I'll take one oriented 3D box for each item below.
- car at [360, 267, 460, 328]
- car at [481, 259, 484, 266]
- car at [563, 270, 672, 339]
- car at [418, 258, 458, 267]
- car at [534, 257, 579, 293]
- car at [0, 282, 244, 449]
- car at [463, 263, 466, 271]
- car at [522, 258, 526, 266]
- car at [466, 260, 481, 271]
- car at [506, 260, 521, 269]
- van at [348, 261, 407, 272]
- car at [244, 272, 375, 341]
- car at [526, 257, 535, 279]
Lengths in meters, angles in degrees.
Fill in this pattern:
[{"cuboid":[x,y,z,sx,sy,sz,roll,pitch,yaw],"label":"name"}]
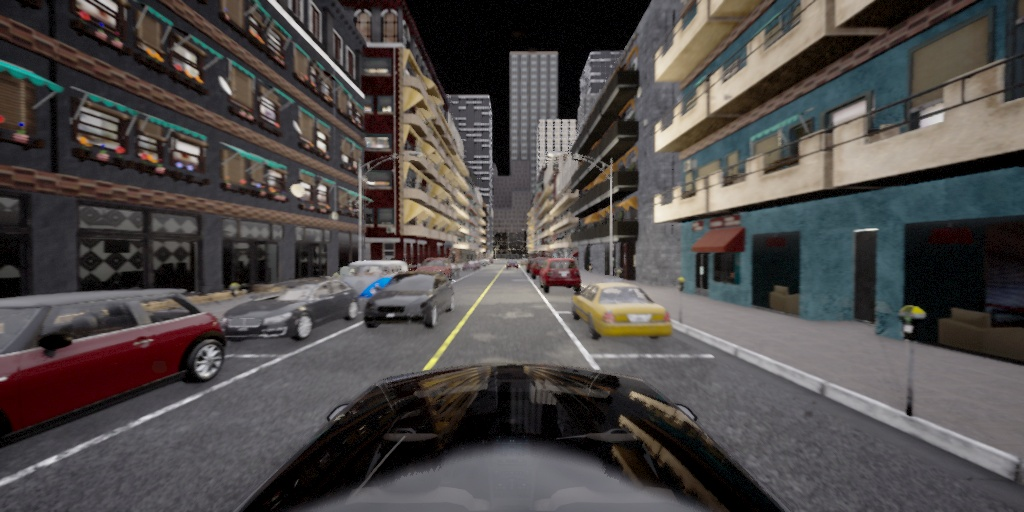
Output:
[{"cuboid":[-3.022,1.257,11.427,1.837,1.490,4.892,0,-1,1],"label":"car"},{"cuboid":[-5.649,1.335,54.555,1.802,1.307,4.207,0,0,0],"label":"car"},{"cuboid":[2.695,1.275,9.873,1.751,1.417,4.829,0,0,0],"label":"car"},{"cuboid":[-5.662,1.066,26.545,2.192,1.841,5.009,0,0,0],"label":"car"},{"cuboid":[2.704,1.064,20.907,2.192,1.841,5.009,0,0,0],"label":"car"},{"cuboid":[-5.657,1.191,4.136,1.967,1.591,4.097,0,0,0],"label":"car"},{"cuboid":[-5.674,1.302,32.147,2.007,1.370,4.403,0,0,0],"label":"car"},{"cuboid":[2.723,1.066,43.316,2.192,1.841,5.009,0,0,0],"label":"car"},{"cuboid":[-5.653,1.335,48.953,1.802,1.307,4.207,0,0,0],"label":"car"},{"cuboid":[0.043,1.353,54.432,1.895,1.301,4.718,0,0,0],"label":"car"},{"cuboid":[-5.648,1.092,15.340,1.690,1.789,3.998,0,0,0],"label":"van"},{"cuboid":[-5.653,1.301,9.738,2.007,1.370,4.403,0,0,0],"label":"car"},{"cuboid":[2.713,1.065,32.111,2.192,1.841,5.009,0,0,0],"label":"car"}]
